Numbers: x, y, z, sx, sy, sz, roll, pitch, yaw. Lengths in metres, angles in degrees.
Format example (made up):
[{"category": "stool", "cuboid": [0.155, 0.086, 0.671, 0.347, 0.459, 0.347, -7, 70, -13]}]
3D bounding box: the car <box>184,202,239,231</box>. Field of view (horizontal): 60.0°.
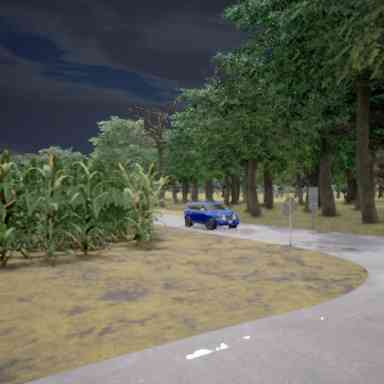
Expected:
[{"category": "car", "cuboid": [1.338, 1.795, 25.781, 2.150, 2.045, 5.566, -1, -1, -29]}]
